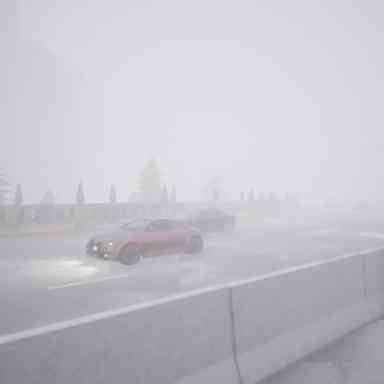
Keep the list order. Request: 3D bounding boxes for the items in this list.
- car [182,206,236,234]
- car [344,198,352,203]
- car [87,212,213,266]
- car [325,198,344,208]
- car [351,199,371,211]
[{"bbox_3d":[0.351,1.573,18.252,5.008,1.535,1.882,0,0,-44],"label":"car"},{"bbox_3d":[33.692,1.837,71.803,1.812,1.442,4.674,0,-1,5],"label":"car"},{"bbox_3d":[-1.563,1.623,11.927,4.181,1.385,1.994,0,0,-40],"label":"car"},{"bbox_3d":[23.025,1.740,54.448,2.097,1.767,4.553,-1,-1,18],"label":"car"},{"bbox_3d":[23.867,1.781,46.613,1.882,1.535,5.008,0,-1,22],"label":"car"}]
